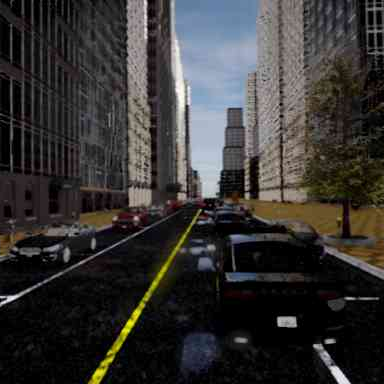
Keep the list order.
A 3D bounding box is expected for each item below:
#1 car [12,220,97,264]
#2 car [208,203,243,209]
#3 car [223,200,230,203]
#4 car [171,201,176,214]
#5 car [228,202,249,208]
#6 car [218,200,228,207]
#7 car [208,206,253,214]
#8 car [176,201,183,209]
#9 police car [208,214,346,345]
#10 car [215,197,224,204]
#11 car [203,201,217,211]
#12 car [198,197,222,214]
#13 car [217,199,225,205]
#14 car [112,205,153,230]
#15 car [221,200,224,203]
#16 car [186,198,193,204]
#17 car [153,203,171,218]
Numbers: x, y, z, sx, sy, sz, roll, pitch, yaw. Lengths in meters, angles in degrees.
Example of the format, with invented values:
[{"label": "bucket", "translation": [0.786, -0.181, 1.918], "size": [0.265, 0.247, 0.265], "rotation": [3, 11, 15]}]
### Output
[{"label": "car", "translation": [-4.941, 1.761, 12.534], "size": [2.008, 1.369, 4.403], "rotation": [0, -1, 3]}, {"label": "car", "translation": [2.183, 1.755, 22.726], "size": [1.837, 1.490, 4.892], "rotation": [-1, -1, 3]}, {"label": "car", "translation": [4.613, 1.808, 34.801], "size": [1.967, 1.590, 4.097], "rotation": [0, -1, 3]}, {"label": "car", "translation": [-3.457, 2.082, 40.939], "size": [1.887, 1.381, 4.507], "rotation": [0, -1, 3]}, {"label": "car", "translation": [4.317, 1.854, 29.120], "size": [2.008, 1.369, 4.403], "rotation": [0, -1, 3]}, {"label": "car", "translation": [6.396, 2.333, 68.884], "size": [1.947, 1.339, 4.313], "rotation": [0, -1, 3]}, {"label": "car", "translation": [1.870, 1.687, 16.735], "size": [1.837, 1.490, 4.892], "rotation": [-1, -1, 3]}, {"label": "car", "translation": [-2.566, 2.281, 57.982], "size": [1.887, 1.381, 4.507], "rotation": [0, -1, 3]}, {"label": "police car", "translation": [1.353, 1.493, 6.859], "size": [1.930, 1.638, 5.238], "rotation": [-1, -1, 3]}, {"label": "car", "translation": [7.582, 2.353, 91.611], "size": [2.192, 1.841, 5.009], "rotation": [0, -1, 3]}, {"label": "car", "translation": [2.833, 2.151, 52.368], "size": [2.033, 1.411, 5.357], "rotation": [-1, -1, 3]}, {"label": "car", "translation": [2.288, 1.700, 41.699], "size": [2.150, 2.045, 5.566], "rotation": [-1, -1, 3]}, {"label": "car", "translation": [6.998, 2.429, 80.417], "size": [1.752, 1.417, 4.829], "rotation": [0, -1, 3]}, {"label": "car", "translation": [-4.348, 1.781, 23.898], "size": [1.967, 1.590, 4.097], "rotation": [0, -1, 3]}, {"label": "car", "translation": [4.911, 1.979, 40.481], "size": [1.887, 1.381, 4.507], "rotation": [0, -1, 3]}, {"label": "car", "translation": [-0.784, 2.692, 92.068], "size": [2.008, 1.369, 4.403], "rotation": [0, -1, 3]}, {"label": "car", "translation": [-3.754, 2.023, 35.259], "size": [2.008, 1.369, 4.403], "rotation": [0, -1, 3]}]
